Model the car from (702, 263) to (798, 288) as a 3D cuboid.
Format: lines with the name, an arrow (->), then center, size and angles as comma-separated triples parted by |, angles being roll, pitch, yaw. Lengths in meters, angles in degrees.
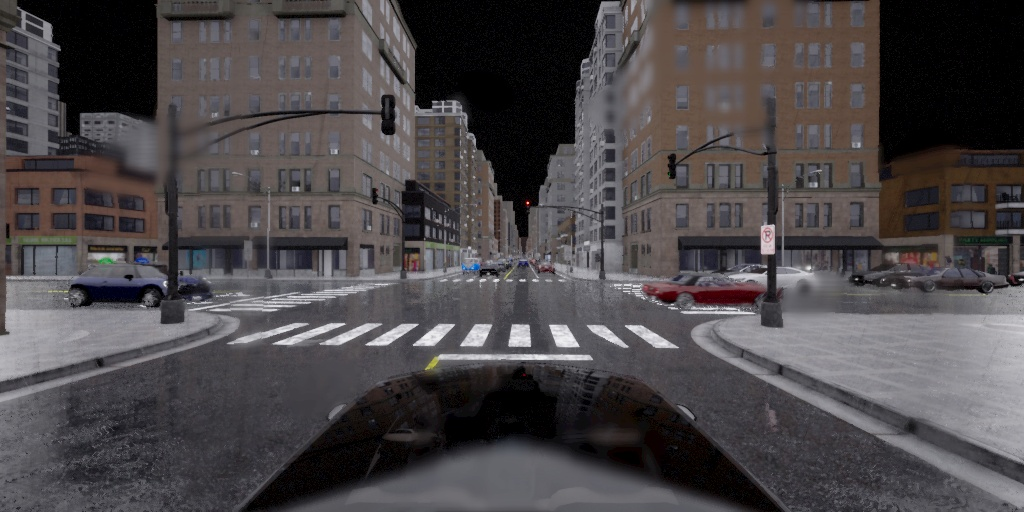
car -> 15.646, 1.257, 23.758 | 4.902, 1.511, 2.128 | 0, 0, 2

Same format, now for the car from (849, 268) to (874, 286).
car -> 25.063, 1.283, 23.490 | 4.892, 1.490, 1.837 | 0, 0, 2

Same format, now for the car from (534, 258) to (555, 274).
car -> 3.814, 1.210, 40.847 | 1.967, 1.591, 4.097 | 0, 0, 2

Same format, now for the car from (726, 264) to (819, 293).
car -> 14.769, 1.291, 20.531 | 4.674, 1.442, 1.812 | 0, 0, 3

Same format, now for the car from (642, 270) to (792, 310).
car -> 7.759, 1.358, 14.028 | 4.718, 1.301, 1.895 | 0, 0, 2

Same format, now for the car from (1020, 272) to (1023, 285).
car -> 35.045, 1.359, 23.196 | 4.181, 1.385, 1.994 | 0, 0, 2

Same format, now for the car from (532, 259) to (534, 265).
car -> 4.002, 1.341, 46.369 | 1.948, 1.339, 4.313 | 0, 0, 2

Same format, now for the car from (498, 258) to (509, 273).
car -> -1.812, 1.338, 44.897 | 1.994, 1.385, 4.181 | 0, 0, 3

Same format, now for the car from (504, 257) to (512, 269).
car -> -1.488, 1.136, 54.534 | 2.097, 1.767, 4.553 | 0, 0, 2

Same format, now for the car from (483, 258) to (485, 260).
car -> -4.520, 1.090, 46.652 | 2.192, 1.841, 5.009 | 0, 0, 2

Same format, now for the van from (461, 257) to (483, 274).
van -> -4.707, 1.111, 41.132 | 1.690, 1.789, 3.998 | 0, 0, 2

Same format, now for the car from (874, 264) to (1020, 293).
car -> 24.356, 1.325, 20.258 | 5.357, 1.411, 2.033 | 0, 0, 2

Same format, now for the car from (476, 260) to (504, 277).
car -> -2.142, 1.365, 35.814 | 1.895, 1.301, 4.718 | 0, 0, 2

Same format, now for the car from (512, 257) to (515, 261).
car -> -1.115, 1.146, 64.518 | 2.097, 1.767, 4.553 | 0, 0, 3

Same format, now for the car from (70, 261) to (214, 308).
car -> -14.847, 1.088, 14.568 | 4.553, 1.767, 2.097 | 0, 0, 4
